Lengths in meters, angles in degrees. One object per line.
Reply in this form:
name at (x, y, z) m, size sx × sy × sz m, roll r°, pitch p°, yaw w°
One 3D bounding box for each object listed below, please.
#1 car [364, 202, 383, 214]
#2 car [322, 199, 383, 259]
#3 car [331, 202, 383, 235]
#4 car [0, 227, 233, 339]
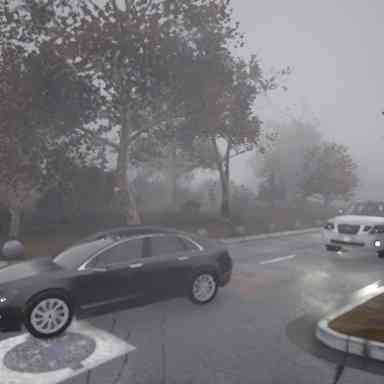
car at (23.724, 2.001, 42.624) m, size 1.895 × 1.301 × 4.718 m, roll 0°, pitch 0°, yaw 15°
car at (7.352, 1.303, 13.238) m, size 5.566 × 2.045 × 2.150 m, roll 1°, pitch -1°, yaw -42°
car at (10.665, 1.537, 20.806) m, size 4.553 × 1.767 × 2.097 m, roll 1°, pitch -1°, yaw -45°
car at (-1.411, 1.507, 6.641) m, size 4.892 × 1.490 × 1.837 m, roll 0°, pitch 0°, yaw -33°
